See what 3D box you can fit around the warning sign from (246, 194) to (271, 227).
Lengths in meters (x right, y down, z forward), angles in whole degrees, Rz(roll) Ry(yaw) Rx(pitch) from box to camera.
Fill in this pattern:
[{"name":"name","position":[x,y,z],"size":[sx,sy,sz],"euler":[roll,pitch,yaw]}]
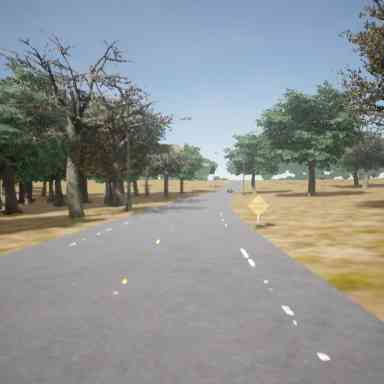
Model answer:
[{"name":"warning sign","position":[3.972,1.088,19.933],"size":[1.300,1.860,1.060],"euler":[0,0,2]}]
